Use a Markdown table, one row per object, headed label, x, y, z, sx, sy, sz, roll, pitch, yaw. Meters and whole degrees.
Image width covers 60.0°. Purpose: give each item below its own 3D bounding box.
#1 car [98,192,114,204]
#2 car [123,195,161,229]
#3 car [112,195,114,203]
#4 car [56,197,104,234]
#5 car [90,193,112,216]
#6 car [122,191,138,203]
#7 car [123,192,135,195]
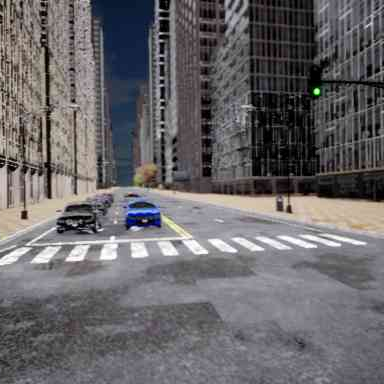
| label | x | y | z | sx | sy | sz | roll | pitch | yaw |
| --- | --- | --- | --- | --- | --- | --- | --- | --- | --- |
| car | -12.001 | 0.811 | 46.635 | 1.812 | 1.442 | 4.674 | -1 | 1 | -11 |
| car | -2.966 | 1.163 | 19.373 | 1.882 | 1.535 | 5.008 | -1 | 1 | -13 |
| car | -9.820 | 0.950 | 36.162 | 2.128 | 1.511 | 4.902 | -1 | 1 | -12 |
| car | -5.961 | 1.257 | 17.863 | 1.837 | 1.490 | 4.892 | -1 | 1 | -12 |
| car | -7.849 | 1.100 | 26.813 | 2.128 | 1.511 | 4.902 | -1 | 1 | -12 |
| car | -9.212 | 0.691 | 49.262 | 2.128 | 1.511 | 4.902 | -1 | 1 | -11 |
| car | -7.015 | 0.901 | 38.636 | 1.812 | 1.442 | 4.674 | -1 | 1 | -12 |
